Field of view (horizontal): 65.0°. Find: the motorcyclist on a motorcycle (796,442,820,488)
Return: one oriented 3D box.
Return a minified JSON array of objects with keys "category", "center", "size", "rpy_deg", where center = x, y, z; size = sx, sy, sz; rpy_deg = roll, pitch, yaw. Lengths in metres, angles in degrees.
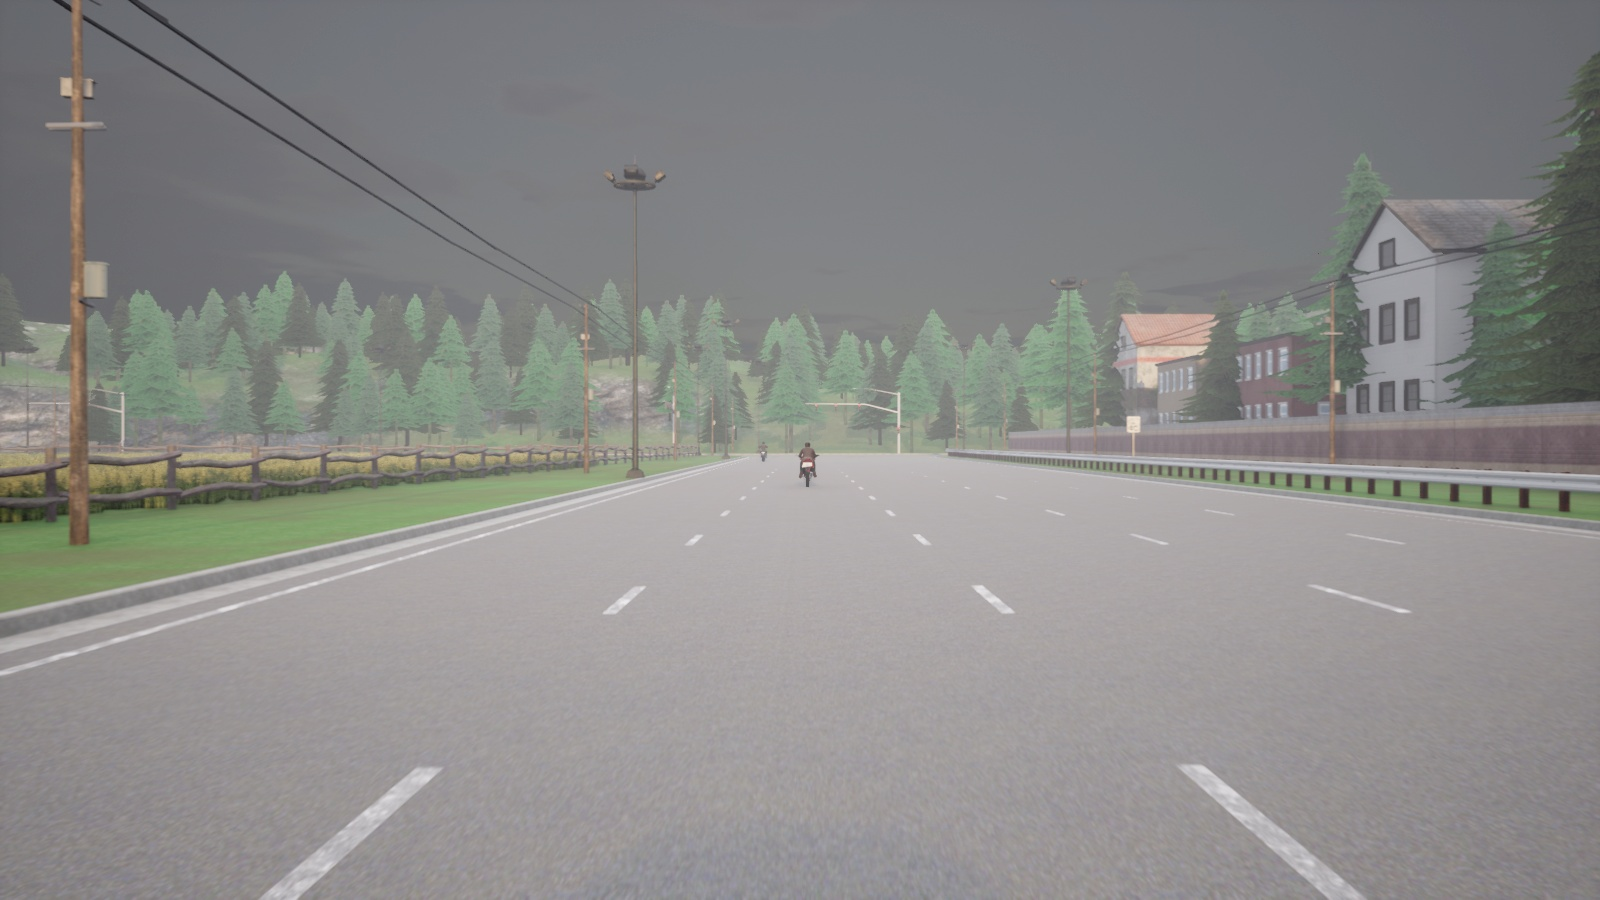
[{"category":"motorcyclist on a motorcycle","center":[0.259,0.488,42.651],"size":[0.797,1.523,2.044],"rpy_deg":[0,0,0]}]
